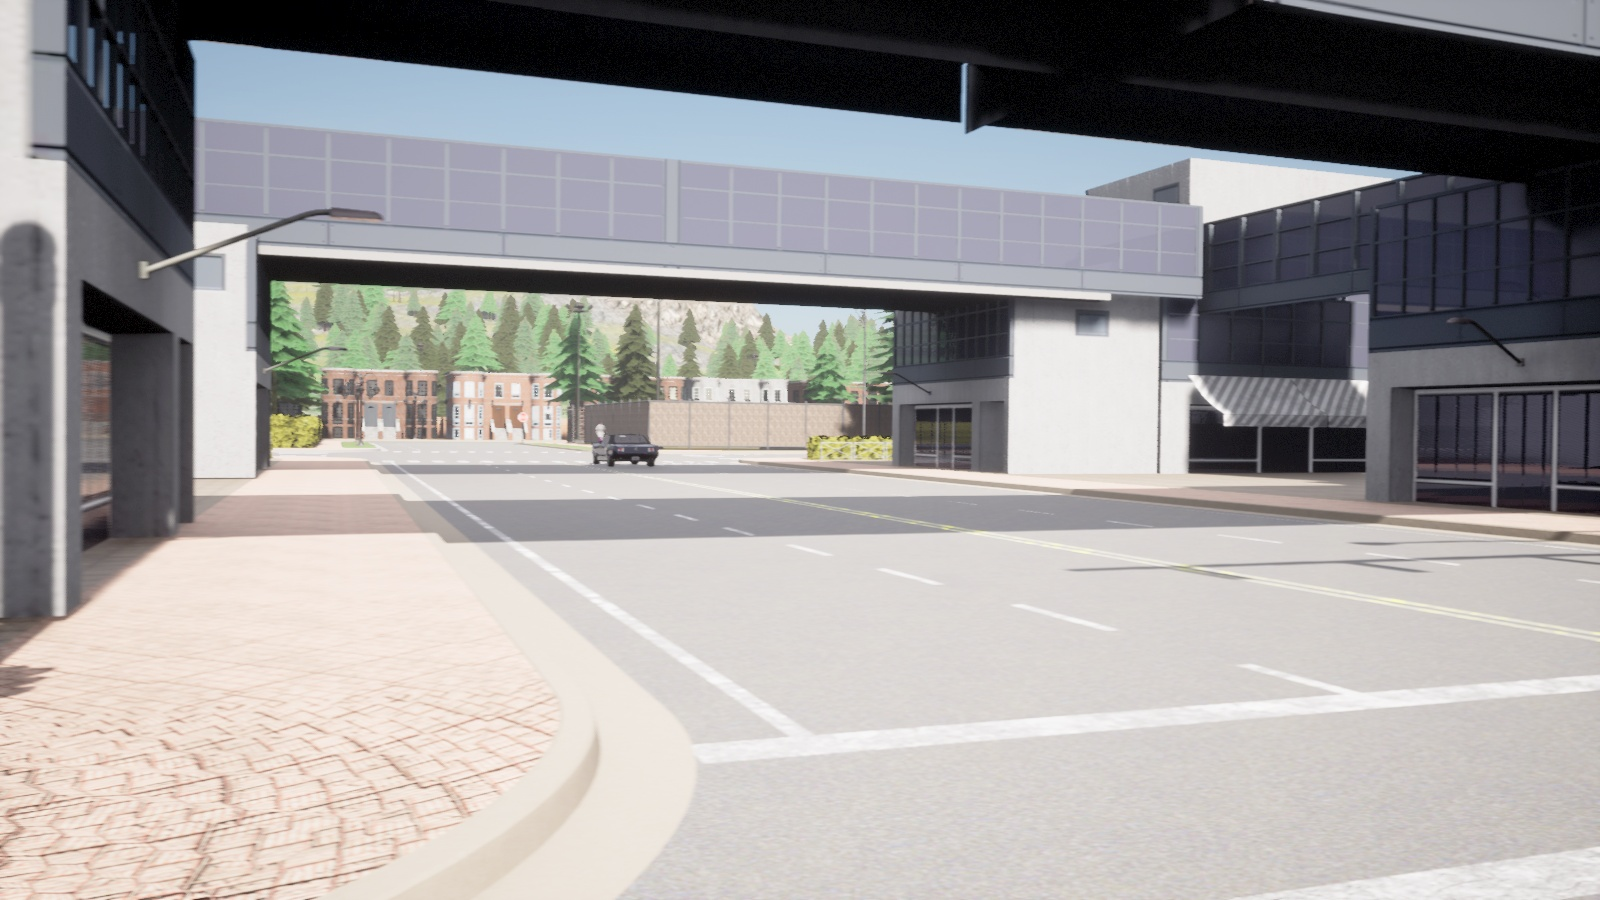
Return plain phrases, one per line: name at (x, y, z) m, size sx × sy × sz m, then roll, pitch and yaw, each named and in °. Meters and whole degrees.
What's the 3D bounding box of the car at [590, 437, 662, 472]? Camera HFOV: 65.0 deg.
car at (-7.105, 0.149, 50.808) m, size 1.895 × 1.301 × 4.718 m, roll -1°, pitch 1°, yaw -20°
